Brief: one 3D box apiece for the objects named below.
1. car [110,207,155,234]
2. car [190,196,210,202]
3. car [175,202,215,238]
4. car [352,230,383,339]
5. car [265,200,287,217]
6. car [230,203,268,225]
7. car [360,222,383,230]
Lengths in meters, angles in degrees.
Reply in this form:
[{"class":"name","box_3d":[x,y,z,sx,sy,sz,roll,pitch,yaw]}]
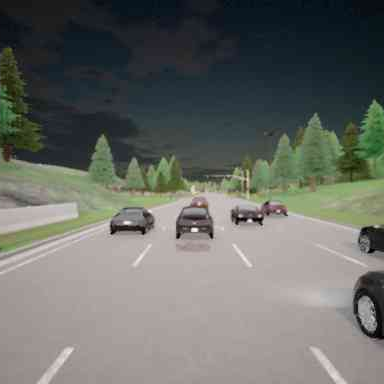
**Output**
[{"class":"car","box_3d":[-3.298,1.529,19.019,1.994,1.385,4.181,0,0,1]},{"class":"car","box_3d":[0.868,1.288,36.705,2.097,1.767,4.553,0,0,3]},{"class":"car","box_3d":[0.164,1.475,17.550,1.837,1.490,4.892,0,0,1]},{"class":"car","box_3d":[3.602,1.500,3.660,1.837,1.490,4.892,0,0,0]},{"class":"car","box_3d":[7.589,1.475,31.120,1.812,1.442,4.674,0,0,2]},{"class":"car","box_3d":[3.809,1.561,23.686,1.895,1.301,4.718,0,0,2]},{"class":"car","box_3d":[7.112,1.476,10.478,2.128,1.511,4.902,0,0,0]}]
